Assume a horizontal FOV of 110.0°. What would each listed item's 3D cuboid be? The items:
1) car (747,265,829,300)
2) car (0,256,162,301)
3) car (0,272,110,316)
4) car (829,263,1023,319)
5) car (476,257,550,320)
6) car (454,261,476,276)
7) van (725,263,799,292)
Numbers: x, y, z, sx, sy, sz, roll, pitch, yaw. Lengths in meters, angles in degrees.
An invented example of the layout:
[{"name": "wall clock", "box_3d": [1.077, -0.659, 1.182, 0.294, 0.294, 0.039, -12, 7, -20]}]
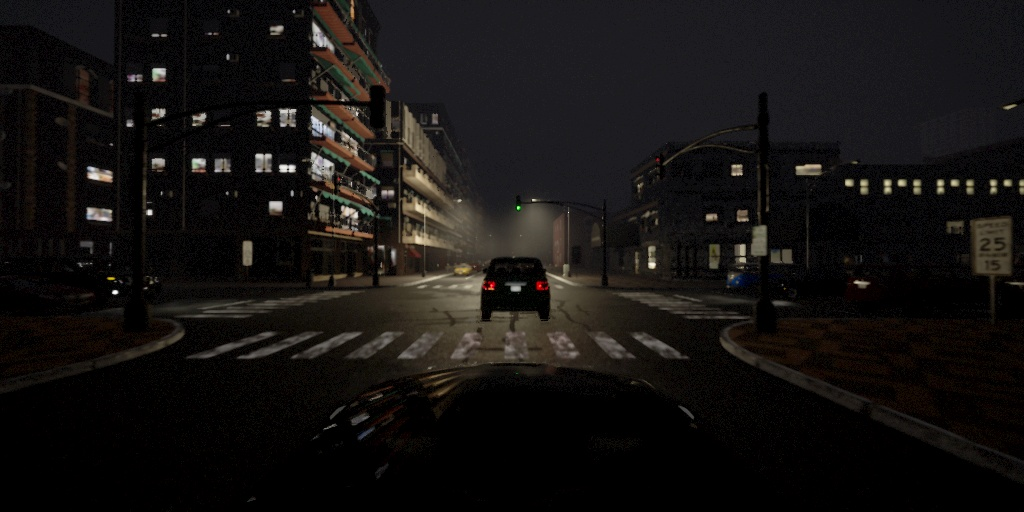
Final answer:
[{"name": "car", "box_3d": [15.455, 1.411, 18.620, 5.008, 1.535, 1.882, 0, -1, 0]}, {"name": "car", "box_3d": [-18.457, 1.022, 15.321, 5.566, 2.045, 2.150, 0, -1, 0]}, {"name": "car", "box_3d": [-17.473, 1.354, 12.725, 4.207, 1.307, 1.802, 0, 0, 0]}, {"name": "car", "box_3d": [14.913, 1.178, 12.821, 5.009, 1.841, 2.192, 0, 0, 0]}, {"name": "car", "box_3d": [0.101, 1.044, 13.005, 2.150, 2.045, 5.566, 0, 0, 0]}, {"name": "car", "box_3d": [-5.714, 1.587, 42.078, 1.751, 1.417, 4.829, 0, 0, 0]}, {"name": "van", "box_3d": [14.886, 1.302, 21.200, 3.998, 1.789, 1.690, 0, 0, 0]}]
